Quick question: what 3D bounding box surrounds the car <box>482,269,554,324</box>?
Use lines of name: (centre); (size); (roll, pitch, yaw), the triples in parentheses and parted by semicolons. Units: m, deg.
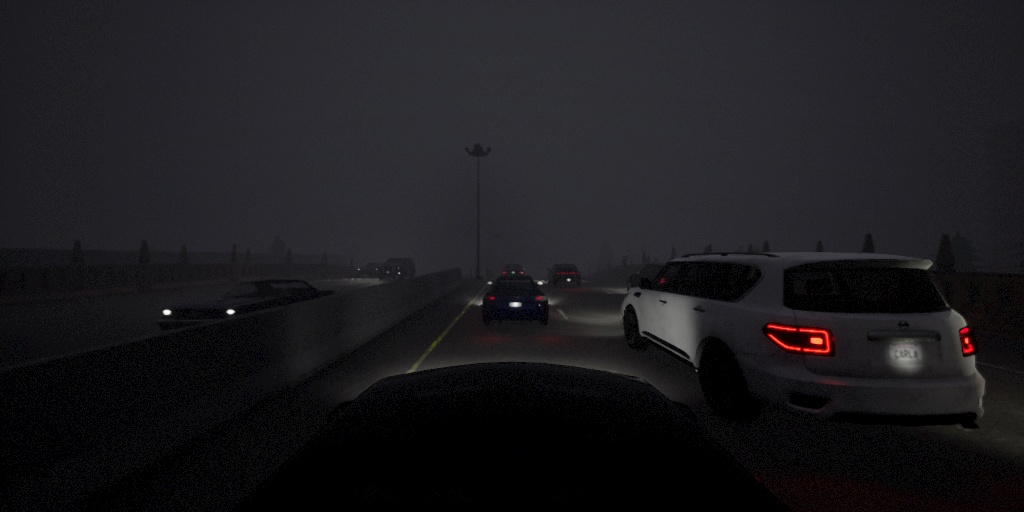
car: (0.096, 1.318, 11.966); (1.994, 1.385, 4.181); (0, 0, 0)

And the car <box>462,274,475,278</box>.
car: (-7.014, 3.581, 58.171); (2.128, 1.511, 4.902); (0, -7, 0)

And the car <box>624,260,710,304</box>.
car: (7.096, 1.108, 17.058); (2.097, 1.767, 4.553); (0, 0, 0)

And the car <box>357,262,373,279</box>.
car: (-14.079, 1.415, 36.742); (2.097, 1.767, 4.553); (0, -3, 0)

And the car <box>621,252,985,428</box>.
car: (3.599, 0.973, 5.964); (2.150, 2.045, 5.566); (0, 0, 0)

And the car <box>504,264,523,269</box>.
car: (0.093, 1.361, 29.730); (2.033, 1.411, 5.357); (0, -1, 0)

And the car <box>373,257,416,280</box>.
car: (-10.589, 1.137, 33.384); (2.150, 2.045, 5.566); (0, -2, 0)

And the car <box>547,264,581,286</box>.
car: (3.593, 1.267, 25.105); (1.837, 1.490, 4.892); (0, 0, 0)

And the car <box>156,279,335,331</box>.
car: (-7.101, 1.354, 10.269); (1.895, 1.301, 4.718); (0, 0, 0)
